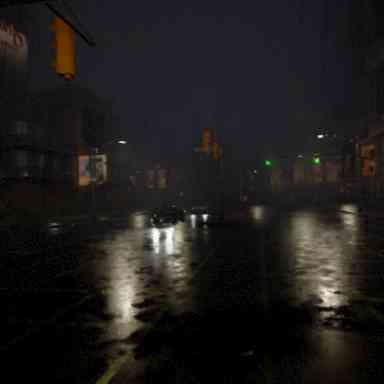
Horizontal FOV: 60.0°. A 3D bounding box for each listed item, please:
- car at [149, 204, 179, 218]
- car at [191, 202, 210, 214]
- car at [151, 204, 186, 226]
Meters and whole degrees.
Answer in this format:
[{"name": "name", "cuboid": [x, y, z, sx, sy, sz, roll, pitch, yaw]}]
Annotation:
[{"name": "car", "cuboid": [-3.133, 2.169, 39.142, 2.033, 1.411, 5.357, -2, -1, 12]}, {"name": "car", "cuboid": [1.187, 2.059, 42.672, 1.812, 1.442, 4.674, -2, -1, 12]}, {"name": "car", "cuboid": [-1.840, 1.920, 27.683, 2.128, 1.511, 4.902, -2, -1, 12]}]
